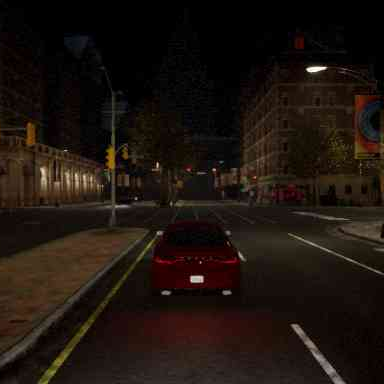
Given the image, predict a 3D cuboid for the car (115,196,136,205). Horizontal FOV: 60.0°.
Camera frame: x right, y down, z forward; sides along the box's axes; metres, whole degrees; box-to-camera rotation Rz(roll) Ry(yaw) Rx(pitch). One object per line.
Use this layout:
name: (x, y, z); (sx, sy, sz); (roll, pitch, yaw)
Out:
car: (-11.760, 1.600, 58.760); (1.895, 1.301, 4.718); (0, 0, 0)

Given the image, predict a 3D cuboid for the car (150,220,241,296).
car: (0.053, 1.478, 8.688); (1.882, 1.535, 5.008); (0, 0, -1)

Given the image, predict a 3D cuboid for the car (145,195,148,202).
car: (-11.774, 1.477, 79.313); (1.882, 1.535, 5.008); (0, 0, 0)

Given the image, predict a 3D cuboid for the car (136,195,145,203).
car: (-11.738, 1.540, 68.834); (2.033, 1.411, 5.357); (0, 0, 0)

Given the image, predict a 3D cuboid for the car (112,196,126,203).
car: (-14.987, 1.594, 68.888); (1.895, 1.301, 4.718); (0, 0, 0)
